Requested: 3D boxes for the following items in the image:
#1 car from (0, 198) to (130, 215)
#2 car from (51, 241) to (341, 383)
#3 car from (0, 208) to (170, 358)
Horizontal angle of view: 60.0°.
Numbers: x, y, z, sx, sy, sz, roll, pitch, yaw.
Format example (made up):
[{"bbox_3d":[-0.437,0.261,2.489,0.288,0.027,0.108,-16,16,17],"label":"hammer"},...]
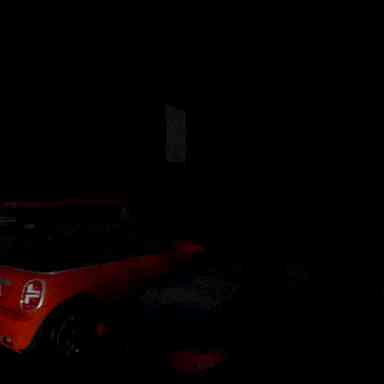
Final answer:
[{"bbox_3d":[-3.648,1.188,7.838,2.435,2.045,5.566,0,0,36],"label":"car"},{"bbox_3d":[0.749,1.509,4.732,2.002,1.452,4.674,0,0,36],"label":"car"},{"bbox_3d":[-1.406,1.329,6.234,2.185,1.767,4.553,0,0,36],"label":"car"}]
